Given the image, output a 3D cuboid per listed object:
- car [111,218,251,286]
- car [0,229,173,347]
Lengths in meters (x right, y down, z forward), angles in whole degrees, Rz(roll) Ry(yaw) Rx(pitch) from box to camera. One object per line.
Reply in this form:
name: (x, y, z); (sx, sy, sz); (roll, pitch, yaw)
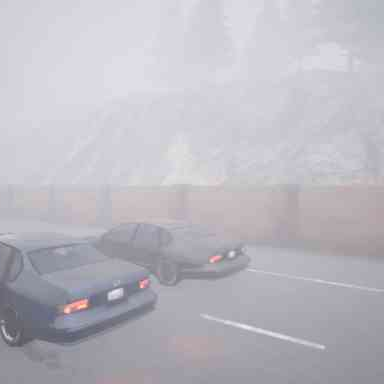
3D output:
car: (-1.137, 1.437, 9.050); (5.357, 1.411, 2.033); (1, 1, 36)
car: (-3.116, 1.460, 6.162); (5.357, 1.411, 2.033); (1, 1, 36)
